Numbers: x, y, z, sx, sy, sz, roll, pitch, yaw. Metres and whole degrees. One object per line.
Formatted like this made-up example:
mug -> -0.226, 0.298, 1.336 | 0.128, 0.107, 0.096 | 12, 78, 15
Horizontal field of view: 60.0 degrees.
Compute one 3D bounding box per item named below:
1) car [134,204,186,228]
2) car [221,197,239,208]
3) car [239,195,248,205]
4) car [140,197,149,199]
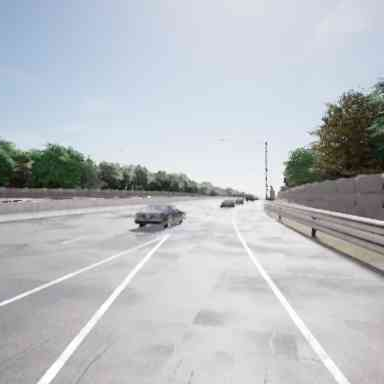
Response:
car -> -1.882, 1.437, 21.036 | 2.033, 1.411, 5.357 | 0, 0, 14
car -> 5.735, 1.745, 51.982 | 1.994, 1.385, 4.181 | 0, -1, 14
car -> 9.567, 1.843, 67.538 | 2.128, 1.511, 4.902 | 0, -1, 14
car -> -11.864, 1.910, 82.969 | 1.882, 1.535, 5.008 | 0, -1, 14
